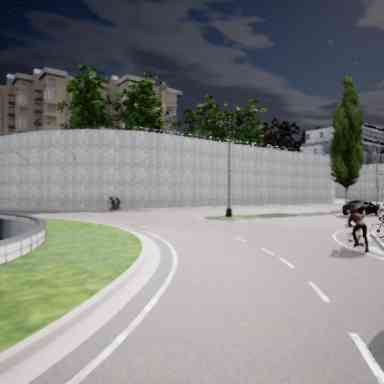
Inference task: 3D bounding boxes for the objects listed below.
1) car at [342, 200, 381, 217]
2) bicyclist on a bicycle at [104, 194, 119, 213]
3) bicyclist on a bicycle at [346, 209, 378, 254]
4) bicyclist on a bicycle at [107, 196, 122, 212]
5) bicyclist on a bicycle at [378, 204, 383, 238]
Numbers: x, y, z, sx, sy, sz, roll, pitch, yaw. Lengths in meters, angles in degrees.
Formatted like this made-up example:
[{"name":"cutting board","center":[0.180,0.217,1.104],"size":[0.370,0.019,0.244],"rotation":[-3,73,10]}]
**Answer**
[{"name":"car","center":[16.208,1.532,31.750],"size":[4.892,1.490,1.837],"rotation":[0,0,-37]},{"name":"bicyclist on a bicycle","center":[-8.230,1.169,34.091],"size":[0.582,1.620,1.656],"rotation":[1,9,22]},{"name":"bicyclist on a bicycle","center":[6.209,1.461,12.579],"size":[0.582,1.620,1.656],"rotation":[1,0,3]},{"name":"bicyclist on a bicycle","center":[-7.643,1.212,33.881],"size":[0.582,1.620,1.656],"rotation":[10,9,23]},{"name":"bicyclist on a bicycle","center":[8.977,1.327,15.061],"size":[1.656,1.620,0.582],"rotation":[0,0,20]}]
